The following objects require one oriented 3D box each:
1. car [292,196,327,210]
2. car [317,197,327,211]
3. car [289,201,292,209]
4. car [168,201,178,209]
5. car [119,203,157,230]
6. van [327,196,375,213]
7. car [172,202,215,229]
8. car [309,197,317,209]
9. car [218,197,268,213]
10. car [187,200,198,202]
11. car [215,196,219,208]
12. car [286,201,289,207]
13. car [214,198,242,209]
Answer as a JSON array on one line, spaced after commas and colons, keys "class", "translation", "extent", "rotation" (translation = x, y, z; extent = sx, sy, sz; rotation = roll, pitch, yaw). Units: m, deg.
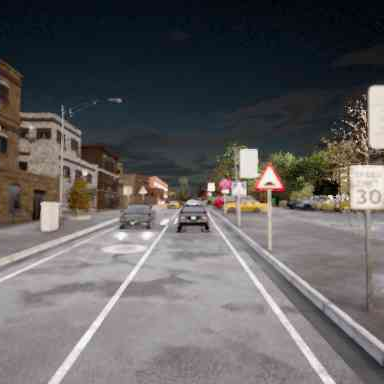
[{"class": "car", "translation": [18.400, 1.615, 49.248], "extent": [5.566, 2.045, 2.435], "rotation": [0, -2, -1]}, {"class": "car", "translation": [18.686, 1.672, 40.868], "extent": [5.366, 1.575, 1.946], "rotation": [0, -1, 0]}, {"class": "car", "translation": [18.386, 1.950, 52.033], "extent": [4.892, 1.521, 2.231], "rotation": [0, -2, -1]}, {"class": "car", "translation": [-3.425, 2.416, 63.081], "extent": [1.882, 1.535, 5.008], "rotation": [0, -3, 0]}, {"class": "car", "translation": [-3.365, 1.520, 21.308], "extent": [1.837, 1.490, 4.892], "rotation": [0, 0, 0]}, {"class": "van", "translation": [18.408, 1.399, 38.076], "extent": [4.442, 1.987, 1.878], "rotation": [0, -1, 0]}, {"class": "car", "translation": [0.084, 1.526, 20.670], "extent": [2.033, 1.411, 5.357], "rotation": [0, -1, 0]}, {"class": "car", "translation": [18.664, 1.726, 43.529], "extent": [5.366, 1.575, 1.946], "rotation": [0, -1, -1]}, {"class": "car", "translation": [6.067, 1.627, 38.613], "extent": [5.366, 1.575, 1.946], "rotation": [0, -1, 0]}, {"class": "car", "translation": [0.039, 1.707, 40.221], "extent": [1.812, 1.442, 4.674], "rotation": [0, -1, 0]}, {"class": "car", "translation": [6.168, 1.654, 50.764], "extent": [5.566, 2.045, 2.435], "rotation": [0, -2, -1]}, {"class": "car", "translation": [18.328, 1.780, 54.708], "extent": [5.566, 2.045, 2.435], "rotation": [0, -2, -1]}, {"class": "car", "translation": [6.092, 1.964, 56.711], "extent": [4.553, 1.767, 2.185], "rotation": [0, -2, -1]}]
